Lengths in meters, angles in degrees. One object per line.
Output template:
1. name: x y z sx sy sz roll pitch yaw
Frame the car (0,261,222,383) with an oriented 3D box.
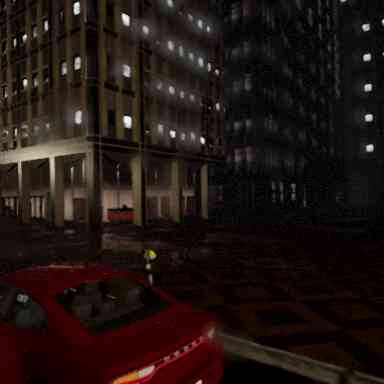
1. car: -1.793 1.562 4.138 4.507 1.381 1.887 0 -1 36
